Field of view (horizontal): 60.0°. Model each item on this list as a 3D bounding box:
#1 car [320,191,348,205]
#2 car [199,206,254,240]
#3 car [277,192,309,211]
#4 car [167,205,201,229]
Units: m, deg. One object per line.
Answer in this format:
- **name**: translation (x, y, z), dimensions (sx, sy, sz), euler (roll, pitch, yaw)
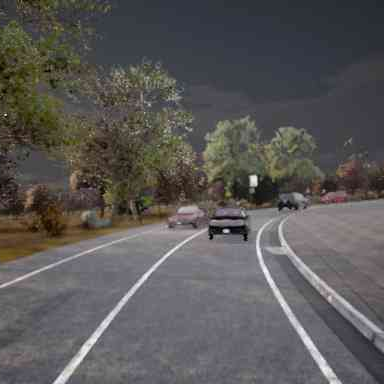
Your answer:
- **car**: translation (23.477, 0.943, 54.999), dimensions (5.566, 2.045, 2.150), euler (-2, -4, -36)
- **car**: translation (2.023, 1.480, 16.851), dimensions (2.128, 1.511, 4.902), euler (-1, 0, 13)
- **car**: translation (11.629, 1.085, 38.258), dimensions (2.150, 2.045, 5.566), euler (-4, -2, 35)
- **car**: translation (-0.095, 1.600, 22.113), dimensions (1.812, 1.442, 4.674), euler (-2, -1, 18)
